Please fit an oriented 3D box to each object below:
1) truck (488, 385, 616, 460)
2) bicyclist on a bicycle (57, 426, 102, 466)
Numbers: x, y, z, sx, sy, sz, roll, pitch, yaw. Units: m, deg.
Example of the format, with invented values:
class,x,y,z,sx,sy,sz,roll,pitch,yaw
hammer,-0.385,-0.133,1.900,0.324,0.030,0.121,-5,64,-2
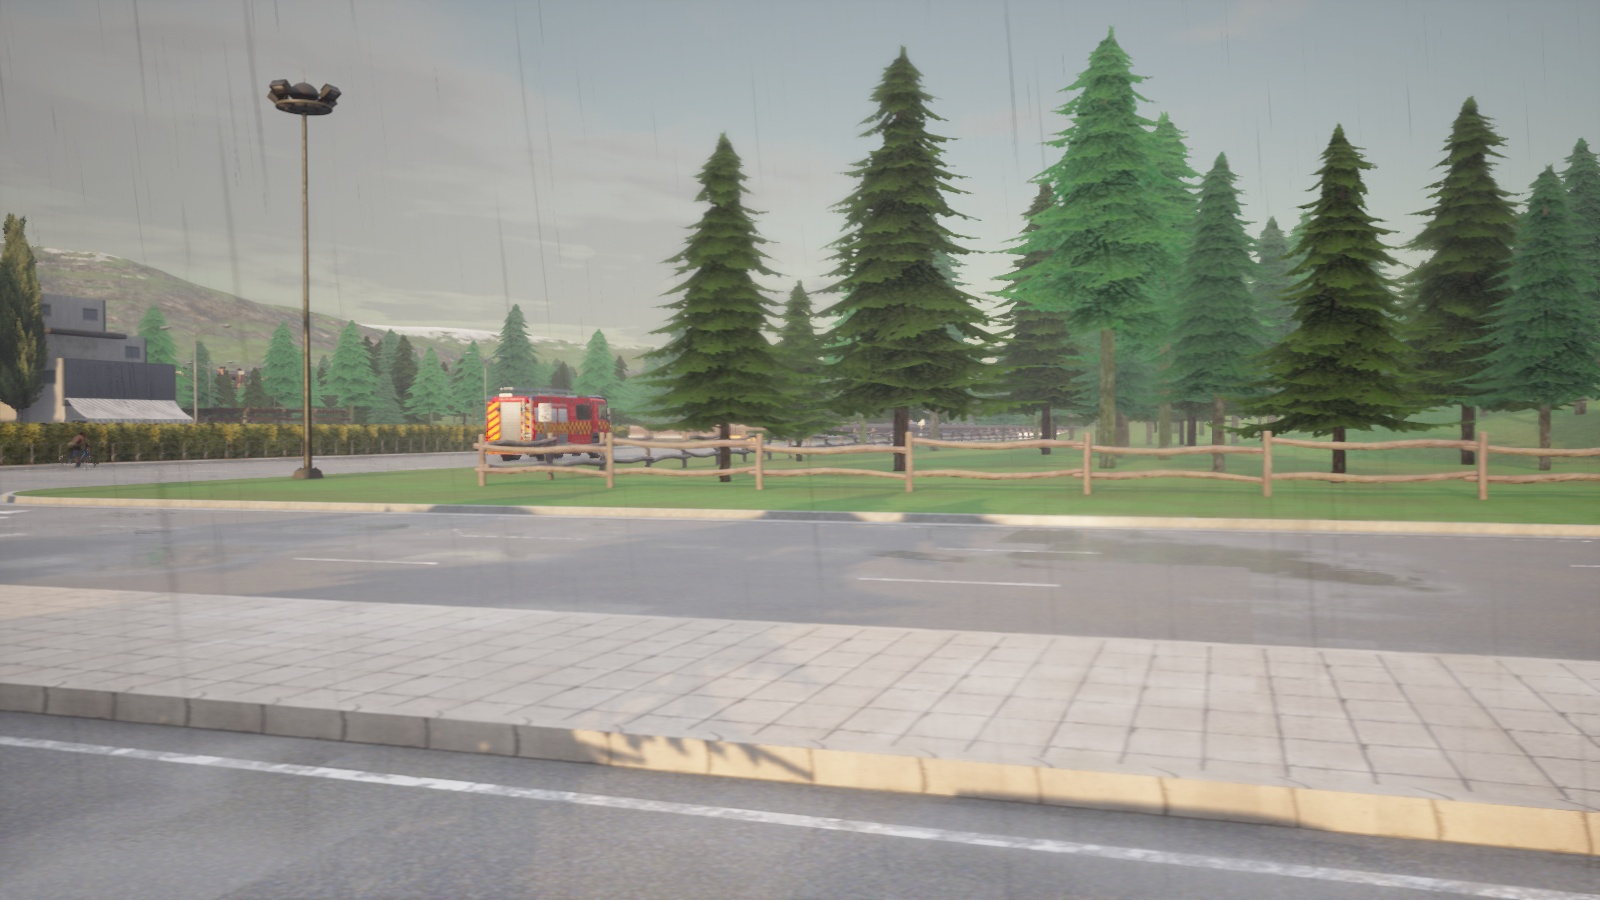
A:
class,x,y,z,sx,sy,sz,roll,pitch,yaw
truck,-13.292,-1.480,68.193,2.891,3.827,8.468,1,1,20
bicyclist on a bicycle,-30.047,-0.173,52.389,0.582,1.620,1.656,1,1,20
